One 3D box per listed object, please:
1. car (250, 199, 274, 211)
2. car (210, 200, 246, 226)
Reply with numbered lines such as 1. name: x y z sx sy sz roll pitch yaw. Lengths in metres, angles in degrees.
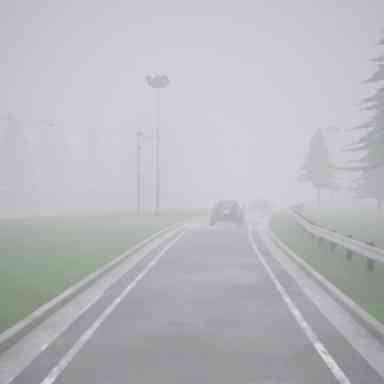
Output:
1. car: 8.599 1.495 40.475 2.033 1.411 5.357 0 0 26
2. car: 2.605 1.320 23.156 2.097 1.767 4.553 0 0 12
